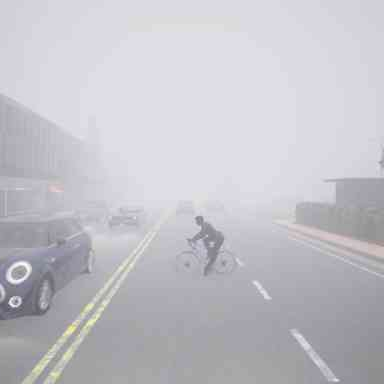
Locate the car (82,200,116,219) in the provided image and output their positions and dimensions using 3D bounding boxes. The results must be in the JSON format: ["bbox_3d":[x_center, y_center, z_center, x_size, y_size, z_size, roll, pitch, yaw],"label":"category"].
[{"bbox_3d":[-7.614,1.417,25.706,2.128,1.511,4.902,0,4,-1],"label":"car"}]

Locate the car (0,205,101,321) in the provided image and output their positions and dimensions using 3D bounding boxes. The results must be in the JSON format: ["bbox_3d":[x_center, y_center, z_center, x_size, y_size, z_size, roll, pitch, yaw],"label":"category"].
[{"bbox_3d":[-3.753,1.352,7.469,2.097,1.767,4.553,0,0,-1],"label":"car"}]

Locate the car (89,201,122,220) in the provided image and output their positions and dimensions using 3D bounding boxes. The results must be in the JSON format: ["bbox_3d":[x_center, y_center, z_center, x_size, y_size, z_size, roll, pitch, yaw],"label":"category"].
[{"bbox_3d":[-7.798,1.623,30.392,1.895,1.301,4.718,0,2,-1],"label":"car"}]

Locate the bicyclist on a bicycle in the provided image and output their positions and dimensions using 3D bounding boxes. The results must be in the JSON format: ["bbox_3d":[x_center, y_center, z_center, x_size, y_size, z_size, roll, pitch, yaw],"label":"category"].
[{"bbox_3d":[0.361,1.453,8.919,1.656,1.620,0.582,-1,0,-2],"label":"bicyclist on a bicycle"}]

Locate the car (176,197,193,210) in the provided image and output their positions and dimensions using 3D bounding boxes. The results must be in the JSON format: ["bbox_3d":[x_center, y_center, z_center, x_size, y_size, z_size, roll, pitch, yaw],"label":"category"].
[{"bbox_3d":[-1.007,1.491,44.913,2.128,1.511,4.902,0,0,-1],"label":"car"}]

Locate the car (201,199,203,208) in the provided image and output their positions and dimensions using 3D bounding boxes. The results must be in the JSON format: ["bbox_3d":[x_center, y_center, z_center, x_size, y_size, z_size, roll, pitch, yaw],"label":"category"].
[{"bbox_3d":[2.384,1.477,48.478,1.882,1.535,5.008,0,0,-1],"label":"car"}]

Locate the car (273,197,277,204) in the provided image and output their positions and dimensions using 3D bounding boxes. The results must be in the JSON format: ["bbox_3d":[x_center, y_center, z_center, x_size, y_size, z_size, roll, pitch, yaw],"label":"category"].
[{"bbox_3d":[16.364,1.153,57.145,4.605,1.855,1.932,0,0,-3],"label":"car"}]

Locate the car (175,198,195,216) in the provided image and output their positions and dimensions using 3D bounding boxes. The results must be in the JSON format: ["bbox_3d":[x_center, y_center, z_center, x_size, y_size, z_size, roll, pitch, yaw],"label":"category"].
[{"bbox_3d":[-0.672,1.547,32.138,2.033,1.411,5.357,0,0,-2],"label":"car"}]

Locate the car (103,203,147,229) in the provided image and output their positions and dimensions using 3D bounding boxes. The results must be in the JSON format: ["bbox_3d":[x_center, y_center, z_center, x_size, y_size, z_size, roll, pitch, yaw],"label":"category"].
[{"bbox_3d":[-4.102,1.601,21.561,1.895,1.301,4.718,0,0,-1],"label":"car"}]

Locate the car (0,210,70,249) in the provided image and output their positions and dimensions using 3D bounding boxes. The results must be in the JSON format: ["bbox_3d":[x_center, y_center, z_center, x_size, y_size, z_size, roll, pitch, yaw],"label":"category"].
[{"bbox_3d":[-7.456,1.601,15.473,1.895,1.301,4.718,0,0,-1],"label":"car"}]

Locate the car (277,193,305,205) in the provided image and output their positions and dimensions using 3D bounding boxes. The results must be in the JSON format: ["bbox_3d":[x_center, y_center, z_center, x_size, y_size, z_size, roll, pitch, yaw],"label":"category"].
[{"bbox_3d":[16.457,1.156,54.252,3.866,1.878,1.905,0,0,-3],"label":"car"}]

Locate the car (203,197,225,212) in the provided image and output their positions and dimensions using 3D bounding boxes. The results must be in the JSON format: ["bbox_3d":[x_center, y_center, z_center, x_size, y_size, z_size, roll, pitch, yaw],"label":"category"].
[{"bbox_3d":[2.667,1.564,38.446,1.994,1.385,4.181,0,0,-2],"label":"car"}]
